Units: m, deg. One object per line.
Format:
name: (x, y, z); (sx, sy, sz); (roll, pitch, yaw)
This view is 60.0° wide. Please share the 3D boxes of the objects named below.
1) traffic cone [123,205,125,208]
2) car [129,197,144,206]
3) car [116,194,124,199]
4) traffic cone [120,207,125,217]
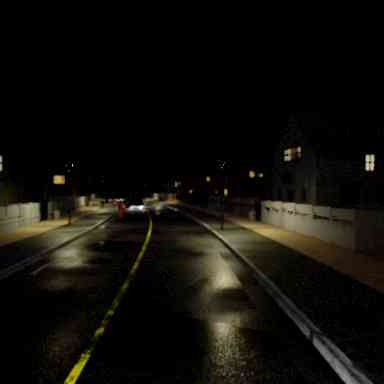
traffic cone: (-6.886, 1.833, 33.541); (0.340, 0.580, 0.340); (0, 0, -10)
car: (-8.571, 1.414, 51.048); (1.895, 1.301, 4.718); (-1, 0, -15)
car: (-19.934, 1.193, 92.031); (2.128, 1.511, 4.902); (0, 0, -9)
traffic cone: (-6.089, 1.849, 28.665); (0.340, 0.580, 0.340); (0, 0, -9)
